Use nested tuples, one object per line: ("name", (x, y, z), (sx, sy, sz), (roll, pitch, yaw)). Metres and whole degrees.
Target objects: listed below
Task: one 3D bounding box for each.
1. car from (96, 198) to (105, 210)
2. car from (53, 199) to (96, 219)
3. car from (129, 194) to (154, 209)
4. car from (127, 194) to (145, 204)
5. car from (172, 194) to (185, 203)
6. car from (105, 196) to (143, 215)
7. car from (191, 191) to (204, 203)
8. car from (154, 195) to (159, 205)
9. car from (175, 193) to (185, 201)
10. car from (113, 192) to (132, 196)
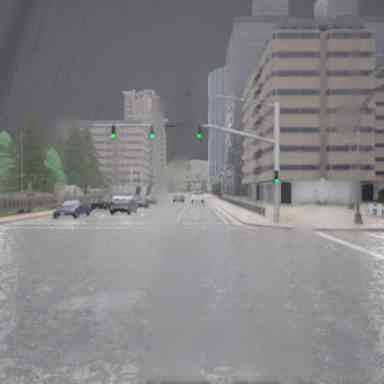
("car", (-9.833, 1.390, 36.926), (1.895, 1.301, 4.718), (0, 0, 0))
("car", (-9.895, 1.366, 27.825), (1.812, 1.442, 4.674), (0, 0, 1))
("car", (-6.297, 1.330, 40.915), (1.994, 1.385, 4.181), (0, 0, 0))
("car", (-9.600, 1.166, 57.117), (2.128, 1.511, 4.902), (0, 0, 1))
("car", (-2.442, 1.224, 59.773), (1.994, 1.385, 4.181), (0, 0, 0))
("car", (-6.379, 1.366, 31.708), (2.033, 1.411, 5.357), (0, 0, 0))
("car", (0.947, 0.890, 58.359), (2.150, 2.045, 5.566), (0, 0, 0))
("car", (-6.186, 1.185, 51.372), (1.882, 1.535, 5.008), (0, 0, 0))
("car", (-2.466, 1.087, 68.728), (1.882, 1.535, 5.008), (0, 0, 0))
("car", (-9.734, 0.954, 46.883), (2.150, 2.045, 5.566), (0, 0, 1))
